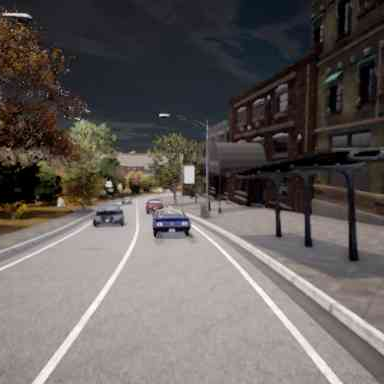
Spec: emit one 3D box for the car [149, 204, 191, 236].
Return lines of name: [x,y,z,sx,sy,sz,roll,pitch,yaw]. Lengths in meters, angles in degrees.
car: [-1.250,1.579,18.295,1.895,1.301,4.718,-1,0,-7]

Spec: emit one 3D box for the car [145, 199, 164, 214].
car: [-4.032,1.517,35.953,1.812,1.442,4.674,-1,0,-9]

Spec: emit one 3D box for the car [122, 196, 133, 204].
car: [-12.359,1.591,63.596,2.128,1.511,4.902,-1,0,-9]

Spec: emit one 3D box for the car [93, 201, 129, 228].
car: [-5.632,1.608,22.960,1.994,1.385,4.181,-1,0,-9]
